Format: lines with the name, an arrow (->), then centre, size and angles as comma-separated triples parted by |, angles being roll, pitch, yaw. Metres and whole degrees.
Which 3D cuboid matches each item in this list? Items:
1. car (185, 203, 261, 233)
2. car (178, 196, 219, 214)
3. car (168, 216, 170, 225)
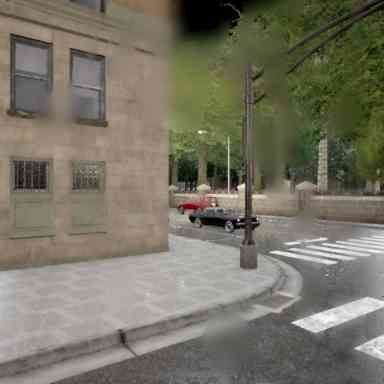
car -> 1.846, 1.586, 19.878 | 1.895, 1.301, 4.718 | 0, 0, -35
car -> 0.601, 1.285, 31.822 | 2.192, 1.841, 5.009 | 0, 0, -35
car -> -3.169, 1.544, 22.284 | 1.947, 1.339, 4.313 | 0, 0, -35
